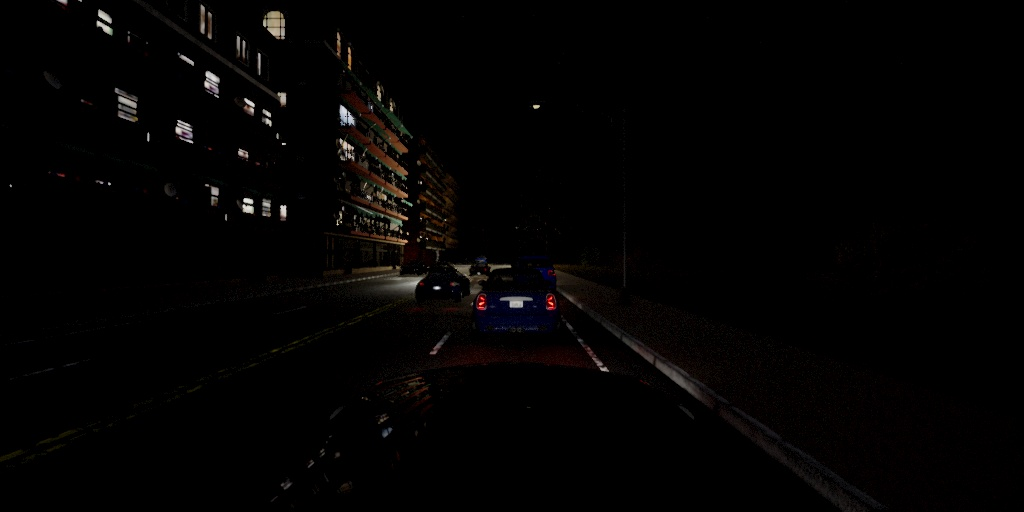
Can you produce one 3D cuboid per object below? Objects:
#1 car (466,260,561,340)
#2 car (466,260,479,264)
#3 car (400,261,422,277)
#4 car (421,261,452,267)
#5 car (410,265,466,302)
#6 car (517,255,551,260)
[{"bbox_3d":[0.098,1.102,10.172,2.097,1.767,4.553,0,0,0],"label":"car"},{"bbox_3d":[-3.149,1.348,36.389,1.895,1.301,4.718,0,0,0],"label":"car"},{"bbox_3d":[-9.849,1.224,36.277,1.882,1.535,5.008,0,0,0],"label":"car"},{"bbox_3d":[-6.598,1.239,33.633,2.128,1.511,4.902,0,0,0],"label":"car"},{"bbox_3d":[-3.151,1.314,17.046,1.994,1.385,4.181,0,0,0],"label":"car"},{"bbox_3d":[1.137,0.974,19.747,2.150,2.045,5.566,0,0,0],"label":"car"}]
